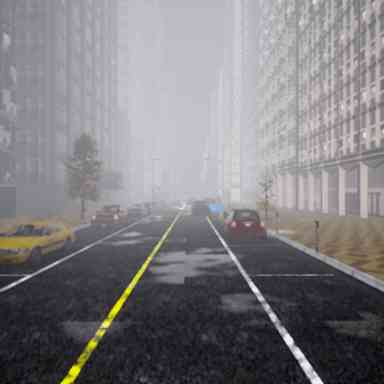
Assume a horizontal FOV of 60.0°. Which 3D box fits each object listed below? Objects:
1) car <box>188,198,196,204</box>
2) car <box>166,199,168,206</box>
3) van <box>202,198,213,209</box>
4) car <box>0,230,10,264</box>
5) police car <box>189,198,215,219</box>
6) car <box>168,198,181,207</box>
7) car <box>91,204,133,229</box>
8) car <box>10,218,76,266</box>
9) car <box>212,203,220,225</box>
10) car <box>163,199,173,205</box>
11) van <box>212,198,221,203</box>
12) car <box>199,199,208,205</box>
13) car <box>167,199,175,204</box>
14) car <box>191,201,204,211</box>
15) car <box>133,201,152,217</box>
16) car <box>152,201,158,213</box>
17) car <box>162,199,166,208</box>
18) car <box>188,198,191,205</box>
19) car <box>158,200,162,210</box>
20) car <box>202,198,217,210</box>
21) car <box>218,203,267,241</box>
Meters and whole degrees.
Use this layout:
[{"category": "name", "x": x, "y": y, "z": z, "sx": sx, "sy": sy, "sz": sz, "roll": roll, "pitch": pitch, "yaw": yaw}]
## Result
[{"category": "car", "x": -0.005, "y": 2.258, "z": 83.098, "sx": 1.837, "sy": 1.490, "sz": 4.892, "roll": 0, "pitch": -1, "yaw": 0}, {"category": "car", "x": -5.701, "y": 2.153, "z": 57.611, "sx": 1.802, "sy": 1.307, "sz": 4.206, "roll": -1, "pitch": -1, "yaw": 0}, {"category": "van", "x": 2.677, "y": 1.912, "z": 57.614, "sx": 1.690, "sy": 1.788, "sz": 3.998, "roll": -1, "pitch": -1, "yaw": 0}, {"category": "car", "x": -5.698, "y": 1.505, "z": 6.463, "sx": 1.967, "sy": 1.590, "sz": 4.097, "roll": -1, "pitch": -1, "yaw": 0}, {"category": "police car", "x": 0.898, "y": 1.753, "z": 33.019, "sx": 1.930, "sy": 1.638, "sz": 5.238, "roll": 0, "pitch": -1, "yaw": 0}, {"category": "car", "x": -3.013, "y": 2.194, "z": 65.319, "sx": 2.033, "sy": 1.411, "sz": 5.357, "roll": 0, "pitch": -1, "yaw": 0}, {"category": "car", "x": -5.699, "y": 1.674, "z": 23.513, "sx": 1.967, "sy": 1.590, "sz": 4.097, "roll": -1, "pitch": -1, "yaw": 0}, {"category": "car", "x": -5.698, "y": 1.645, "z": 11.975, "sx": 1.752, "sy": 1.417, "sz": 4.829, "roll": -1, "pitch": -1, "yaw": 0}, {"category": "car", "x": 2.682, "y": 1.761, "z": 23.682, "sx": 1.752, "sy": 1.417, "sz": 4.829, "roll": -1, "pitch": -1, "yaw": 0}, {"category": "car", "x": -5.703, "y": 2.346, "z": 80.345, "sx": 2.008, "sy": 1.369, "sz": 4.403, "roll": -1, "pitch": -1, "yaw": 0}, {"category": "van", "x": 2.679, "y": 1.744, "z": 40.564, "sx": 1.690, "sy": 1.788, "sz": 3.998, "roll": -1, "pitch": -1, "yaw": 0}, {"category": "car", "x": 2.678, "y": 2.346, "z": 80.345, "sx": 2.008, "sy": 1.369, "sz": 4.403, "roll": -1, "pitch": -1, "yaw": 0}, {"category": "car", "x": -5.704, "y": 2.489, "z": 91.711, "sx": 1.802, "sy": 1.307, "sz": 4.206, "roll": -1, "pitch": -1, "yaw": 0}, {"category": "car", "x": 0.822, "y": 2.011, "z": 48.921, "sx": 1.812, "sy": 1.442, "sz": 4.674, "roll": 0, "pitch": -1, "yaw": 1}, {"category": "car", "x": -5.700, "y": 1.897, "z": 34.878, "sx": 2.008, "sy": 1.369, "sz": 4.403, "roll": -1, "pitch": -1, "yaw": 0}, {"category": "car", "x": -5.700, "y": 1.968, "z": 40.561, "sx": 1.947, "sy": 1.339, "sz": 4.313, "roll": -1, "pitch": -1, "yaw": 0}, {"category": "car", "x": -5.701, "y": 2.066, "z": 51.928, "sx": 2.008, "sy": 1.369, "sz": 4.403, "roll": -1, "pitch": -1, "yaw": 0}, {"category": "car", "x": 0.897, "y": 1.776, "z": 42.880, "sx": 2.097, "sy": 1.767, "sz": 4.553, "roll": 0, "pitch": -1, "yaw": 0}, {"category": "car", "x": -5.700, "y": 2.003, "z": 46.245, "sx": 1.887, "sy": 1.381, "sz": 4.507, "roll": -1, "pitch": -1, "yaw": 0}, {"category": "car", "x": 2.677, "y": 1.830, "z": 51.931, "sx": 2.192, "sy": 1.841, "sz": 5.009, "roll": -1, "pitch": -1, "yaw": 0}, {"category": "car", "x": 2.681, "y": 1.618, "z": 17.830, "sx": 1.967, "sy": 1.590, "sz": 4.097, "roll": -1, "pitch": -1, "yaw": 0}]
